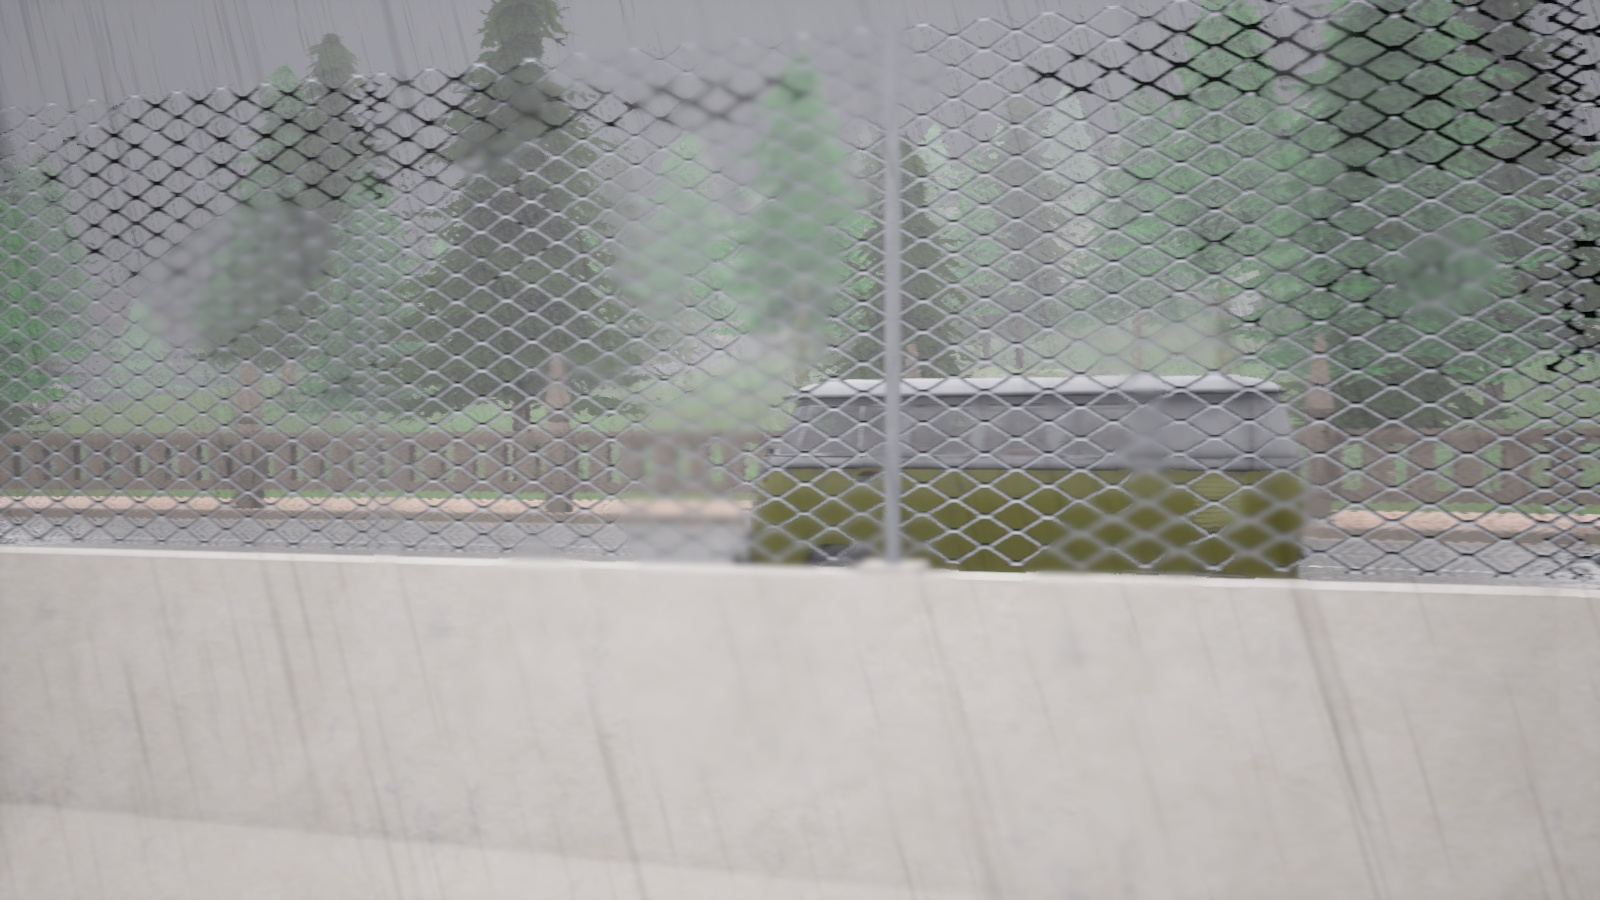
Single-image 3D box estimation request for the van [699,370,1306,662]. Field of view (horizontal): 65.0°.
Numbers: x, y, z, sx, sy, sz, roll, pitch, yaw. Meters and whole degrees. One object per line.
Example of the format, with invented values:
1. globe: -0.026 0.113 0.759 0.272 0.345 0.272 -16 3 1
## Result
1. van: 1.596 0.421 10.063 4.442 1.987 1.775 1 1 18
